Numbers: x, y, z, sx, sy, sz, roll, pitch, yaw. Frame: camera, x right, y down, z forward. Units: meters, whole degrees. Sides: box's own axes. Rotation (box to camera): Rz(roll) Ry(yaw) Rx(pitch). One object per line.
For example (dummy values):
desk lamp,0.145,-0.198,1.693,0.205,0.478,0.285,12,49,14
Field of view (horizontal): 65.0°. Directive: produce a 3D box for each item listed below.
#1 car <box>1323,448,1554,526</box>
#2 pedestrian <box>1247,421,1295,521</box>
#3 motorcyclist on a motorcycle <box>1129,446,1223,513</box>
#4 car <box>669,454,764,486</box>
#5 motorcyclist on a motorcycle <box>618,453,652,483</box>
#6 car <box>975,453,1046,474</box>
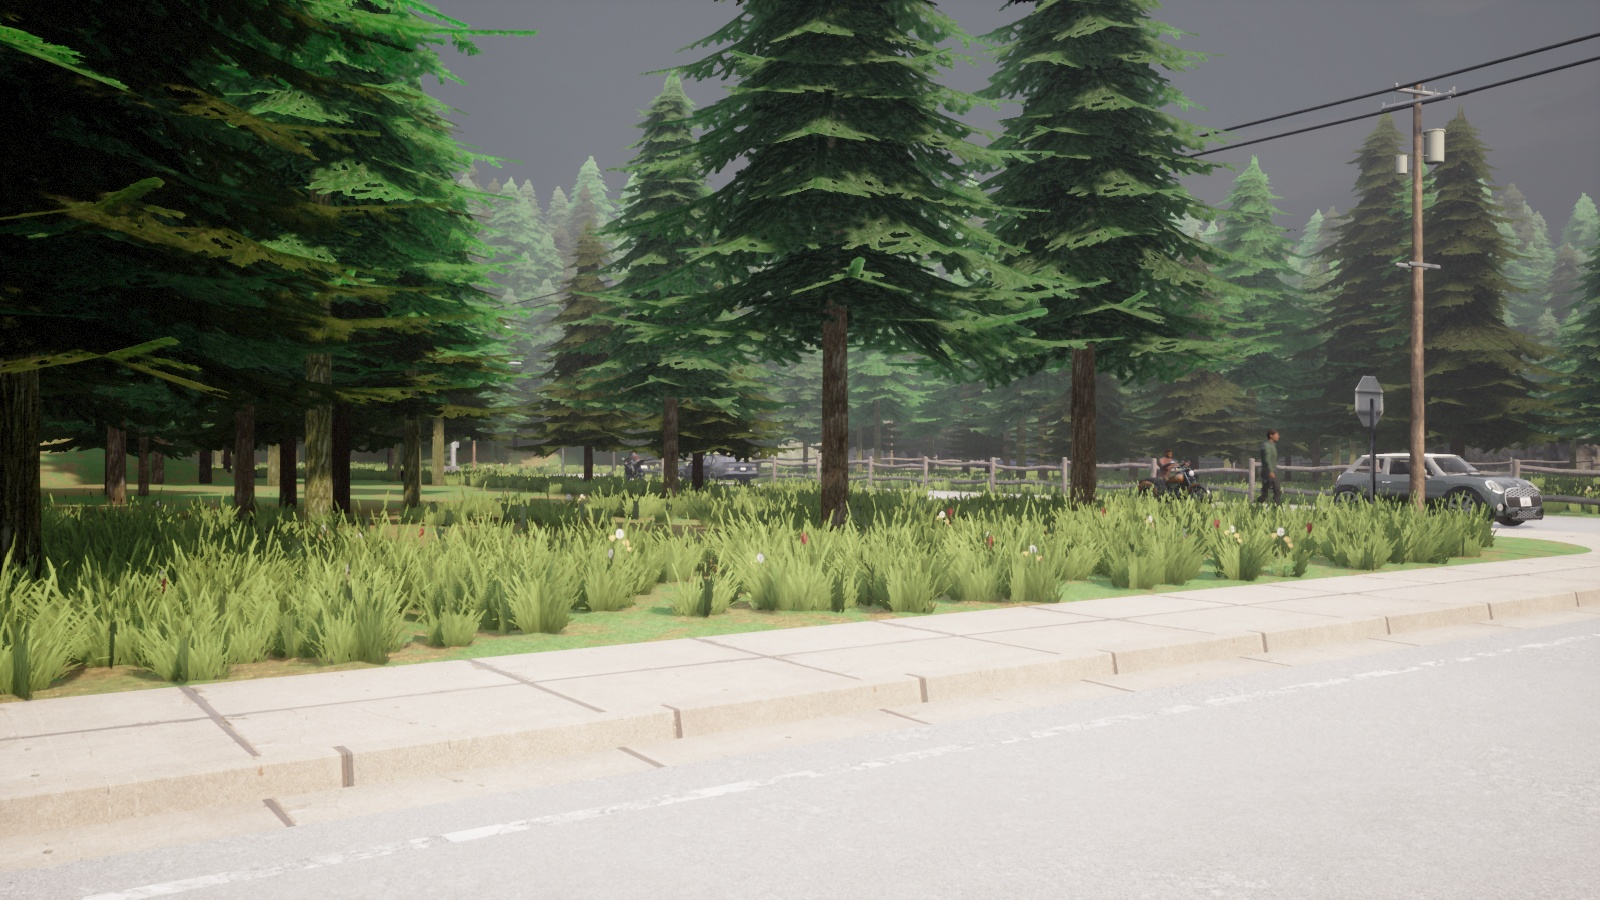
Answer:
car,13.154,0.711,26.059,1.970,1.475,3.806,0,0,-32
pedestrian,9.352,0.411,24.927,0.788,1.949,0.423,0,0,37
motorcyclist on a motorcycle,9.510,0.718,31.862,0.766,1.649,2.350,0,0,-32
car,-3.941,0.917,58.466,2.033,1.411,5.357,0,0,-34
motorcyclist on a motorcycle,-8.627,0.931,65.460,0.866,1.530,2.191,0,0,-35
car,14.842,0.929,88.460,4.792,1.488,2.163,0,0,13
